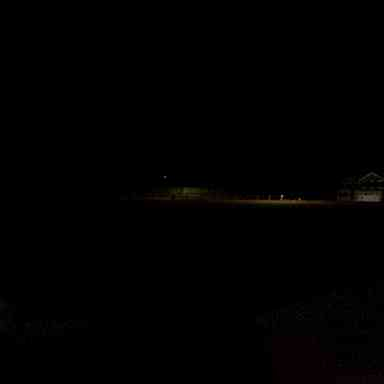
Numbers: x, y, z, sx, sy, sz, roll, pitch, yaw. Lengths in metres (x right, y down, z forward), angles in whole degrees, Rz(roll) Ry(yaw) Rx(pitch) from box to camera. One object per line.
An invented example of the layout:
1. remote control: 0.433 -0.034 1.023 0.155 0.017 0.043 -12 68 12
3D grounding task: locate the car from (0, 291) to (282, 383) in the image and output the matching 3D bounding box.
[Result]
1. car: -1.402 1.517 2.044 4.674 1.442 1.812 0 0 -36
